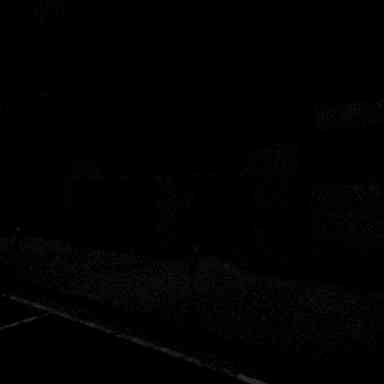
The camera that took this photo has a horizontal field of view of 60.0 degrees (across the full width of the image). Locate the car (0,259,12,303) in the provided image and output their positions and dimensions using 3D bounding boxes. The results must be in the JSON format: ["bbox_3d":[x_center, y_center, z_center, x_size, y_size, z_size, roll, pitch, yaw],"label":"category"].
[{"bbox_3d":[-5.474,1.615,6.981,4.403,1.369,2.008,-1,0,35],"label":"car"}]
